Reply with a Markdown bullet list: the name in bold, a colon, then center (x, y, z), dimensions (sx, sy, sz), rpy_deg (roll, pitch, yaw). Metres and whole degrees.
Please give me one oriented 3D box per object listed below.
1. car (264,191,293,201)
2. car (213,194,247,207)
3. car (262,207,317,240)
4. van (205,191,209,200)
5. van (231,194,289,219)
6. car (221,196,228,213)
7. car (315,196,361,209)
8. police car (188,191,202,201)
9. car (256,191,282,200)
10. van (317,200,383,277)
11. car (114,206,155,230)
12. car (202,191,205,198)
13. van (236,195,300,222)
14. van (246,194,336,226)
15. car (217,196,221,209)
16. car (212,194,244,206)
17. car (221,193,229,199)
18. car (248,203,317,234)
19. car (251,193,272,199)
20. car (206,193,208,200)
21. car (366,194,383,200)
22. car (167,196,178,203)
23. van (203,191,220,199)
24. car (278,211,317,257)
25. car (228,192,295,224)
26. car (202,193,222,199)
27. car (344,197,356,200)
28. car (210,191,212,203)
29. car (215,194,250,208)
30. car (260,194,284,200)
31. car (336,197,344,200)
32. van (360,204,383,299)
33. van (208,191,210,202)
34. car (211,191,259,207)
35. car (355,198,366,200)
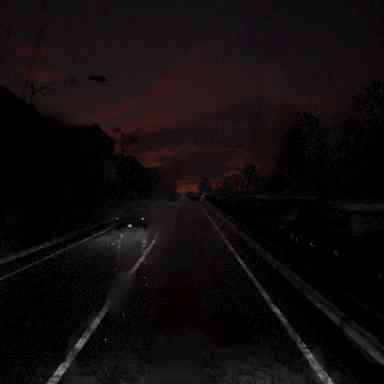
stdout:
- **car**: center (18.317, 0.912, 70.372), dimensions (5.566, 2.045, 2.435), rpy_deg (0, 0, 0)
- **car**: center (5.383, 1.177, 47.638), dimensions (4.553, 1.767, 2.185), rpy_deg (0, 0, 0)
- **car**: center (5.631, 1.538, 13.998), dimensions (4.674, 1.452, 2.002), rpy_deg (0, 0, 0)
- **van**: center (5.188, 0.972, 64.456), dimensions (4.442, 1.987, 1.878), rpy_deg (0, 0, 0)
- **van**: center (5.659, 1.199, 28.016), dimensions (4.442, 1.987, 1.878), rpy_deg (0, 0, 0)
- **car**: center (5.518, 1.408, 30.820), dimensions (4.892, 1.521, 2.231), rpy_deg (0, 0, 0)
- **car**: center (18.534, 1.337, 42.489), dimensions (4.892, 1.521, 2.231), rpy_deg (0, 0, 0)
- **police car**: center (0.615, 1.120, 70.072), dimensions (1.930, 1.638, 5.238), rpy_deg (0, 0, 0)
- **car**: center (18.264, 0.870, 78.727), dimensions (5.566, 2.045, 2.435), rpy_deg (0, 0, 0)
- **van**: center (5.787, 1.279, 8.388), dimensions (4.442, 1.987, 1.878), rpy_deg (0, 0, 0)
- **car**: center (-3.456, 1.564, 20.729), dimensions (1.895, 1.301, 4.718), rpy_deg (0, 0, 0)
- **car**: center (5.245, 1.147, 72.864), dimensions (5.008, 1.535, 2.097), rpy_deg (0, 0, 0)
- **van**: center (5.678, 1.216, 25.213), dimensions (4.442, 1.987, 1.878), rpy_deg (0, 0, 0)
- **van**: center (5.714, 1.250, 19.608), dimensions (4.442, 1.987, 1.878), rpy_deg (0, 0, 0)
- **car**: center (5.485, 1.412, 36.426), dimensions (4.674, 1.452, 2.002), rpy_deg (0, 0, 0)
- **car**: center (5.428, 1.160, 50.442), dimensions (4.553, 1.767, 2.185), rpy_deg (0, 0, 0)
- **car**: center (5.537, 1.264, 33.622), dimensions (4.553, 1.767, 2.185), rpy_deg (0, 0, 0)
- **car**: center (5.622, 1.488, 16.801), dimensions (4.892, 1.521, 2.231), rpy_deg (0, 0, 0)
- **car**: center (18.232, 1.095, 87.081), dimensions (5.008, 1.535, 2.097), rpy_deg (0, 0, 0)
- **car**: center (5.355, 1.250, 56.048), dimensions (5.008, 1.535, 2.097), rpy_deg (0, 0, 0)
- **car**: center (18.648, 1.171, 28.609), dimensions (5.566, 2.045, 2.435), rpy_deg (0, 0, 0)
- **car**: center (-3.594, 1.338, 62.599), dimensions (1.895, 1.301, 4.718), rpy_deg (0, 0, 0)
- **van**: center (5.257, 0.860, 89.684), dimensions (4.442, 1.987, 1.878), rpy_deg (0, 0, 0)
- **car**: center (5.682, 1.534, 11.190), dimensions (4.792, 1.488, 2.163), rpy_deg (0, 0, 0)
- **car**: center (5.551, 1.208, 22.408), dimensions (5.566, 2.045, 2.435), rpy_deg (0, 0, 0)
- **car**: center (5.154, 1.094, 86.880), dimensions (5.008, 1.535, 2.097), rpy_deg (0, 0, 0)
- **car**: center (18.614, 1.262, 34.162), dimensions (4.553, 1.767, 2.185), rpy_deg (0, 0, 0)
- **car**: center (5.423, 1.086, 42.031), dimensions (5.566, 2.045, 2.435), rpy_deg (0, 0, 0)
- **car**: center (5.402, 1.194, 44.835), dimensions (4.553, 1.767, 2.185), rpy_deg (0, 0, 0)
- **car**: center (18.305, 1.134, 75.941), dimensions (5.008, 1.535, 2.097), rpy_deg (0, 0, 0)
- **car**: center (18.361, 1.350, 39.712), dimensions (5.366, 1.575, 1.946), rpy_deg (0, 0, 0)
- **van**: center (5.572, 1.280, 5.585), dimensions (4.442, 1.987, 1.878), rpy_deg (0, 0, 0)
- **van**: center (5.262, 1.042, 53.243), dimensions (4.442, 1.987, 1.878), rpy_deg (0, 0, 0)
- **car**: center (5.441, 1.104, 39.228), dimensions (5.566, 2.045, 2.435), rpy_deg (0, 0, 0)
- **car**: center (18.572, 1.434, 31.386), dimensions (4.792, 1.488, 2.163), rpy_deg (0, 0, 0)
